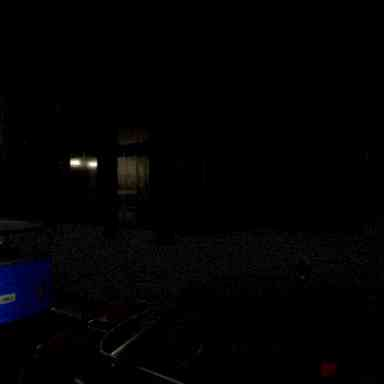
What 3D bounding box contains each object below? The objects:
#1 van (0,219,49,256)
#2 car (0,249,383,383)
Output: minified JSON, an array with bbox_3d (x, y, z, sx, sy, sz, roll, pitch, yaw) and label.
[{"bbox_3d":[-4.231,1.339,5.984,3.998,1.788,1.690,0,0,35],"label":"van"},{"bbox_3d":[0.358,1.440,2.712,4.097,1.590,1.967,0,0,35],"label":"car"}]
